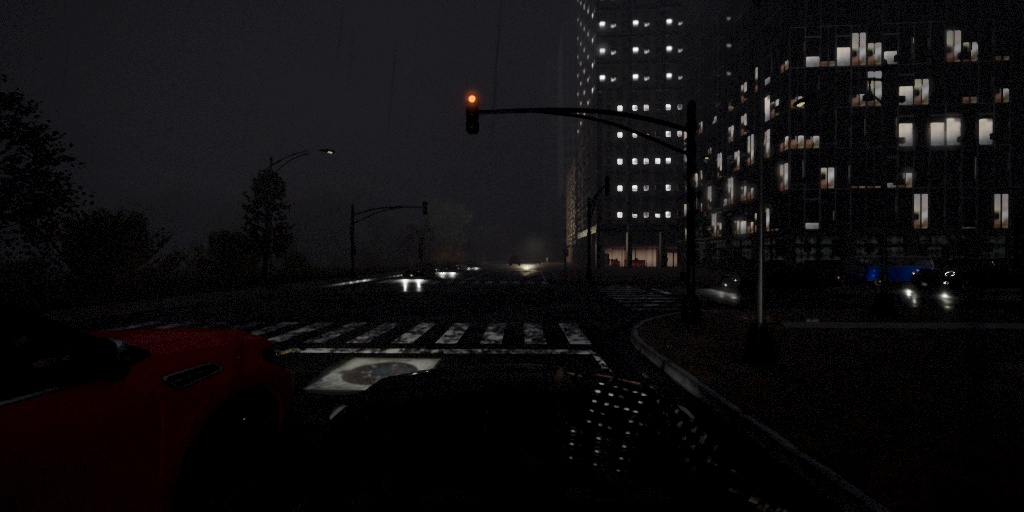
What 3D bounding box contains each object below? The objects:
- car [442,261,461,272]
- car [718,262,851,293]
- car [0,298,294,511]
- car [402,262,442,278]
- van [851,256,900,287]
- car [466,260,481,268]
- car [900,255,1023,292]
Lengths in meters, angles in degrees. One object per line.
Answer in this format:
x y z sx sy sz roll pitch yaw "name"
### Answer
-7.798 1.309 45.340 1.994 1.385 4.181 0 0 3 "car"
14.039 1.138 18.922 5.357 1.411 2.033 0 0 4 "car"
-3.118 0.972 0.982 2.150 2.045 5.566 0 0 0 "car"
-8.514 1.291 33.620 2.033 1.411 5.357 0 0 4 "car"
22.113 0.856 21.081 3.998 1.789 1.690 0 0 4 "van"
-6.694 1.318 62.687 1.994 1.385 4.181 0 0 4 "car"
23.430 0.866 18.266 4.553 1.767 2.097 0 0 4 "car"
